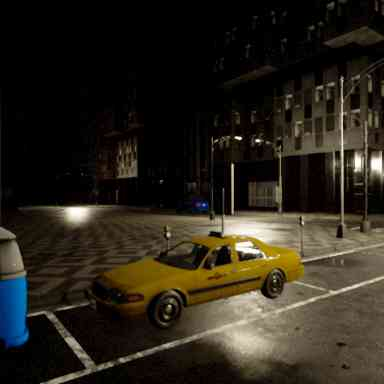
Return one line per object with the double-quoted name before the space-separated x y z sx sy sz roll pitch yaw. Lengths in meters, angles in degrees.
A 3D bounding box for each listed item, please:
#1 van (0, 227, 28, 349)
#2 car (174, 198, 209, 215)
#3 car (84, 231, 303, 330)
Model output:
"van" -4.030 1.341 3.756 3.998 1.788 1.690 0 0 -36
"car" -0.104 1.789 42.954 2.150 2.045 5.566 0 -1 -36
"car" 0.308 1.526 6.894 4.829 1.417 1.752 0 0 -36
